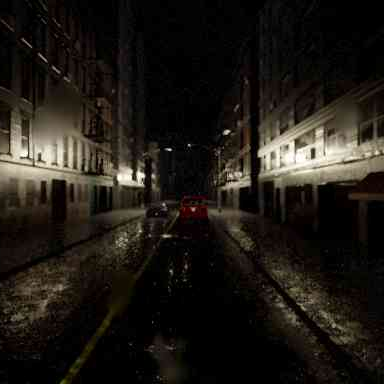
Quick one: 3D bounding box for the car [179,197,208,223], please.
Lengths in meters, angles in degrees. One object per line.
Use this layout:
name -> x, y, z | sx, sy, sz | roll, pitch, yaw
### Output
car -> 0.096, 1.382, 26.880 | 2.150, 2.045, 5.566 | 0, 0, 0

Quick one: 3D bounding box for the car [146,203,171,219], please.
car -> -3.071, 1.746, 30.883 | 1.994, 1.385, 4.181 | 0, 0, 0

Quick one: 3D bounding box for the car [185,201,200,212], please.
car -> 0.077, 1.859, 44.194 | 1.895, 1.301, 4.718 | 0, 0, 0
